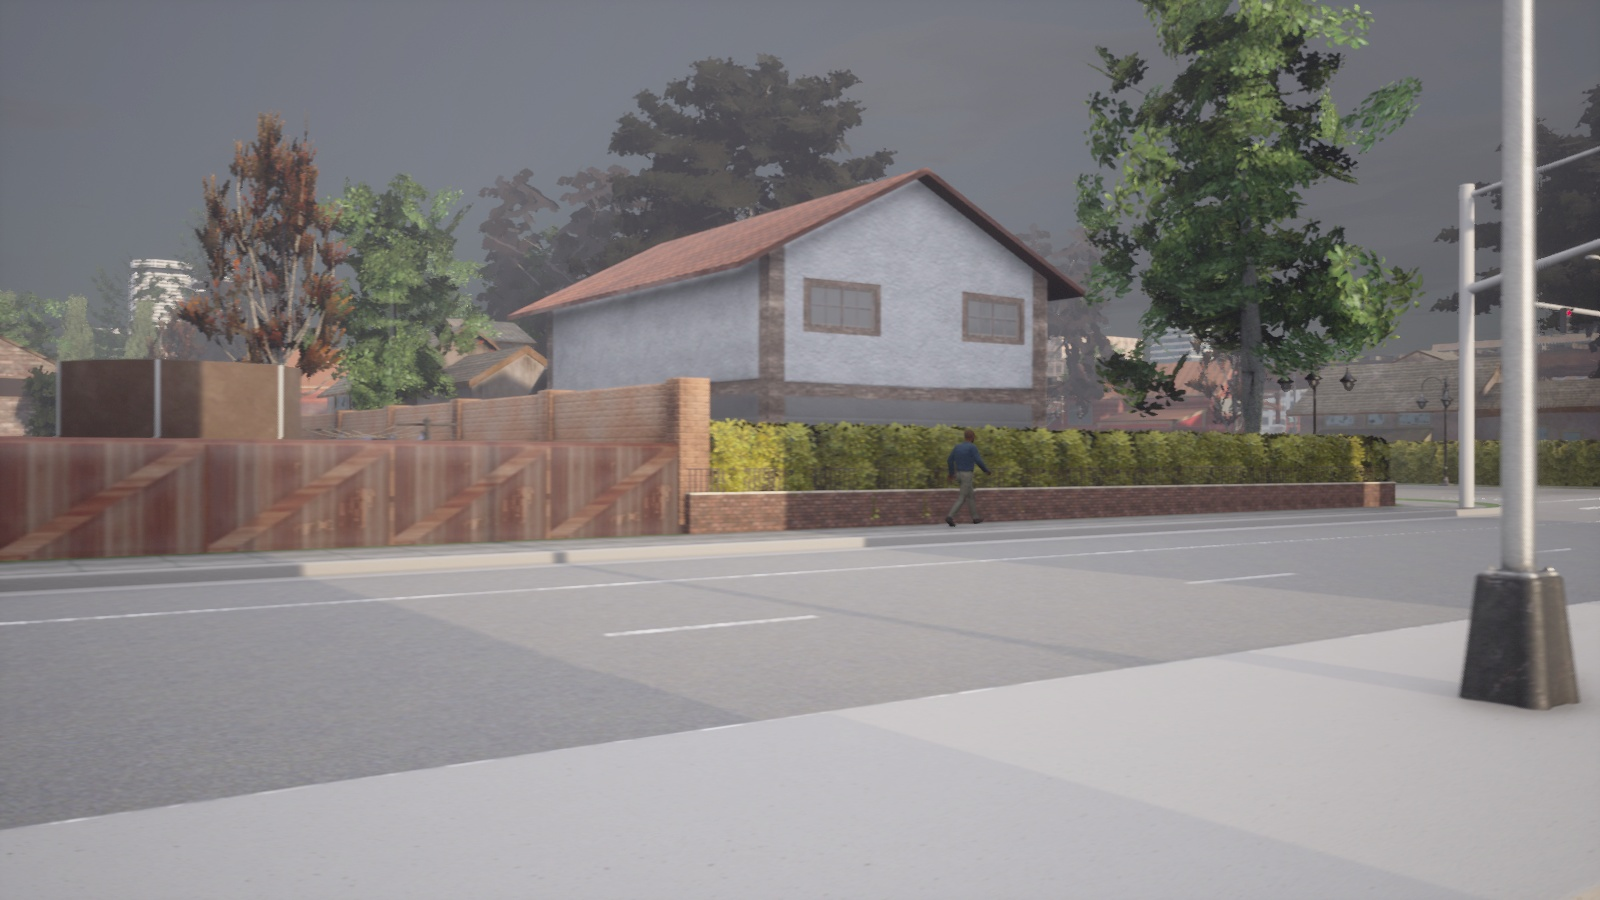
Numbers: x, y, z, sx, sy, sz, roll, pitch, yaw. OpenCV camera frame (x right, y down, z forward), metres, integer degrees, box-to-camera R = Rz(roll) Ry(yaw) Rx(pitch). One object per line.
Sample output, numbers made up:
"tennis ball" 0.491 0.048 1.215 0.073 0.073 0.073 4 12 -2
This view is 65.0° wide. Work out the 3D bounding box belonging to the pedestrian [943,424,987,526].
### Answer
"pedestrian" 3.017 0.450 22.975 0.726 1.835 0.370 0 0 -34
